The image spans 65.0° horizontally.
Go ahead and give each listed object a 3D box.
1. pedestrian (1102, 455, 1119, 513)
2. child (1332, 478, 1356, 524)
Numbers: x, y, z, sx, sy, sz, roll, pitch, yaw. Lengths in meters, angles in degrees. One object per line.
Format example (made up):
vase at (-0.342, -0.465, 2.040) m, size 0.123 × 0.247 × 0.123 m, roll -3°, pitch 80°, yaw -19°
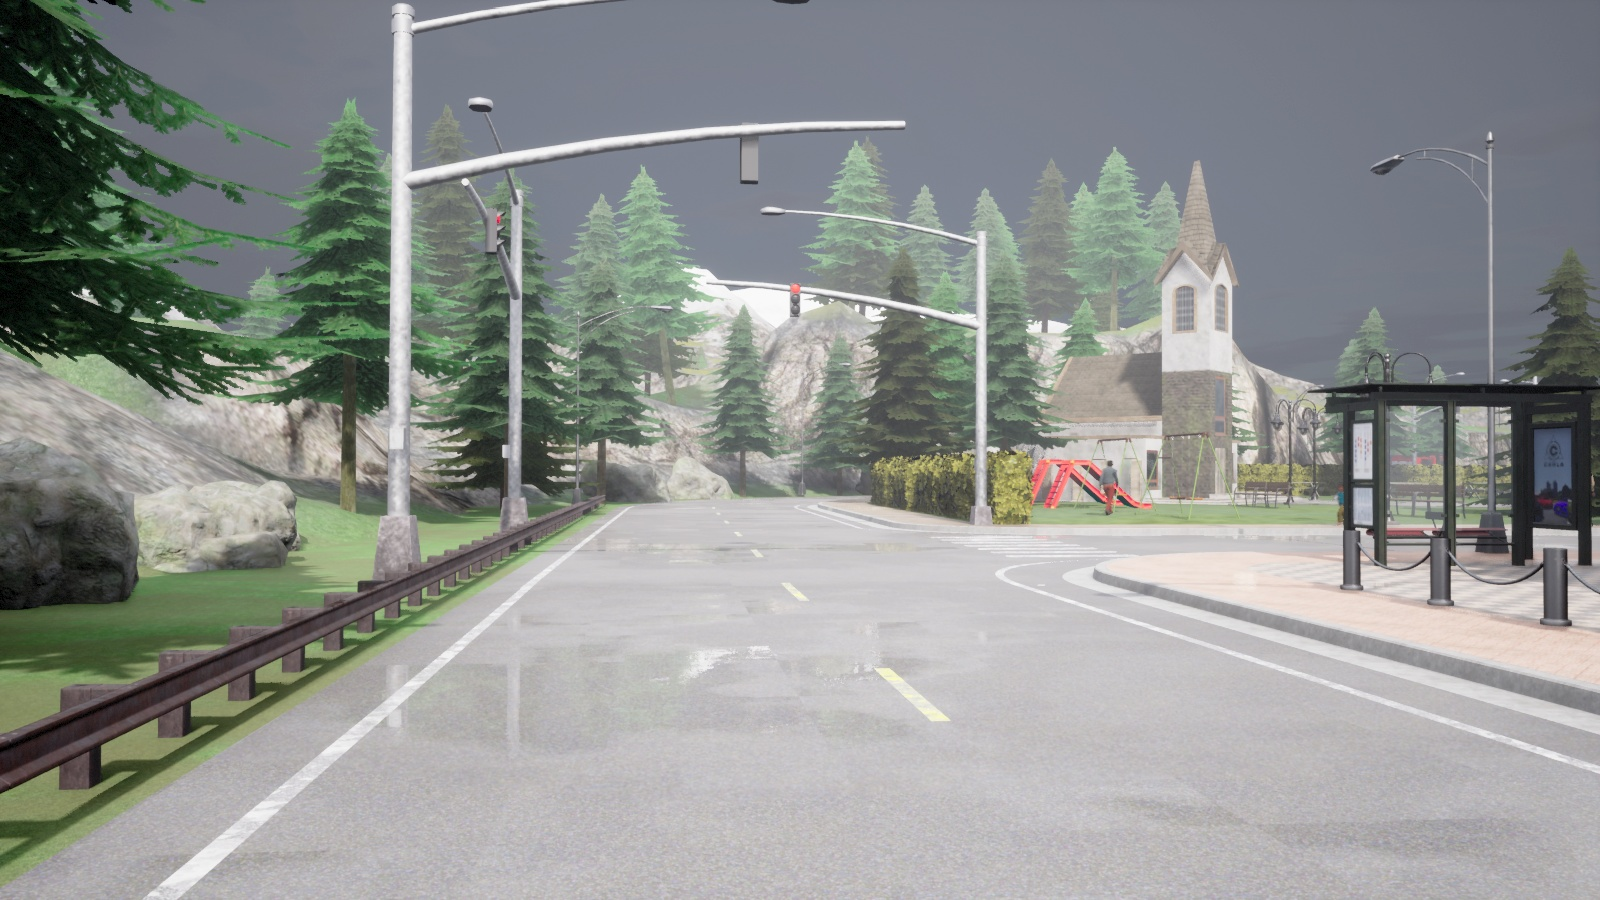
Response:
pedestrian at (10.051, 1.100, 40.619) m, size 0.353 × 1.847 × 0.614 m, roll -1°, pitch -1°, yaw 33°
child at (14.199, 1.333, 32.800) m, size 0.448 × 1.192 × 0.343 m, roll 0°, pitch -1°, yaw -11°
